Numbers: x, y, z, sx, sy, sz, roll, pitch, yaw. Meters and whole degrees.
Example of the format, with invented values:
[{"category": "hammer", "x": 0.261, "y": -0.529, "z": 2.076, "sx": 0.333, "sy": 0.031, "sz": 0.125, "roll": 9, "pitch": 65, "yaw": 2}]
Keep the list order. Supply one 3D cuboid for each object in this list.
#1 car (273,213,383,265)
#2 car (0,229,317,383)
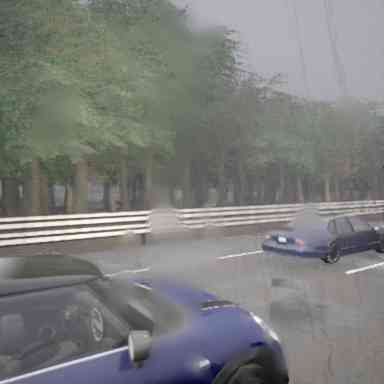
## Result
[{"category": "car", "x": 4.756, "y": 1.430, "z": 11.228, "sx": 5.357, "sy": 1.411, "sz": 2.033, "roll": -1, "pitch": 1, "yaw": -34}, {"category": "car", "x": -1.265, "y": 1.341, "z": 2.799, "sx": 4.553, "sy": 1.767, "sz": 2.097, "roll": -1, "pitch": 1, "yaw": -35}]
